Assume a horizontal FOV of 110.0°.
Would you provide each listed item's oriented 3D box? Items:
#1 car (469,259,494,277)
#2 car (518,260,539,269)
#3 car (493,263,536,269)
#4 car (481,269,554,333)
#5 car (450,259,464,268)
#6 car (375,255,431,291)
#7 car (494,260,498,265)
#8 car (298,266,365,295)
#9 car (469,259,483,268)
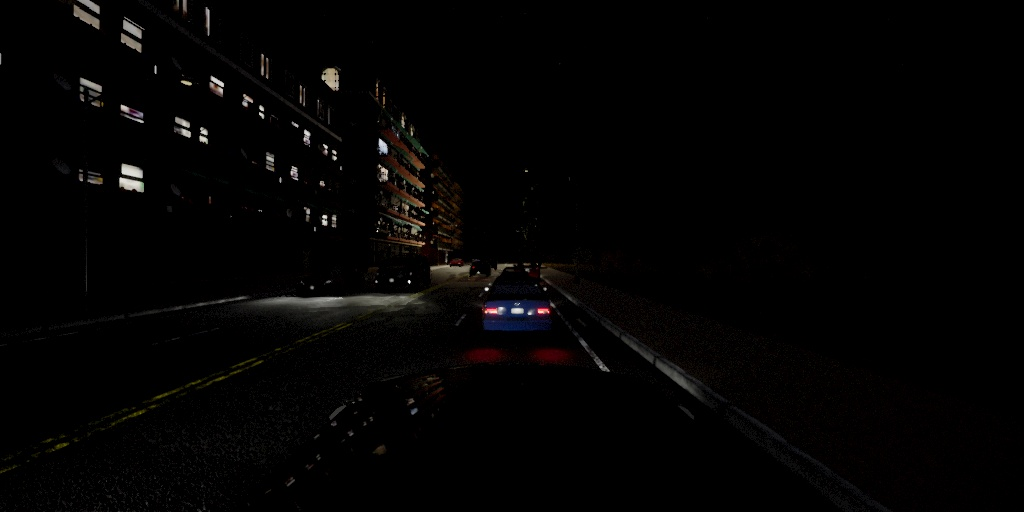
[{"bbox_3d":[-3.083,1.257,35.489,1.837,1.490,4.892,0,0,0],"label":"car"},{"bbox_3d":[1.194,1.105,29.943,2.097,1.767,4.553,0,0,0],"label":"car"},{"bbox_3d":[0.132,1.317,21.009,1.994,1.385,4.181,0,0,1],"label":"car"},{"bbox_3d":[0.120,1.299,10.676,2.033,1.411,5.357,0,0,0],"label":"car"},{"bbox_3d":[-9.691,1.229,62.971,1.882,1.535,5.008,0,0,1],"label":"car"},{"bbox_3d":[-6.558,0.974,22.312,2.150,2.045,5.566,0,0,0],"label":"car"},{"bbox_3d":[-3.048,1.244,50.592,2.128,1.511,4.902,0,0,0],"label":"car"},{"bbox_3d":[-9.828,1.278,19.974,1.812,1.442,4.674,0,0,0],"label":"car"},{"bbox_3d":[-6.423,1.299,64.583,2.033,1.411,5.357,0,0,1],"label":"car"}]
